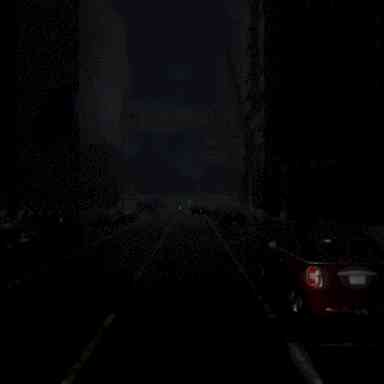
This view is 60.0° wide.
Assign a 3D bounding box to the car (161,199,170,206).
[{"bbox_3d":[-5.743,2.234,72.569,1.752,1.417,4.829,0,-1,0],"label":"car"}]

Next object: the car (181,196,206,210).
[{"bbox_3d":[0.372,1.746,52.635,2.150,2.045,5.566,1,-1,11],"label":"car"}]

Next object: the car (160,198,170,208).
[{"bbox_3d":[-5.746,2.166,61.864,1.947,1.339,4.313,0,-1,0],"label":"car"}]

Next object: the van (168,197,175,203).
[{"bbox_3d":[-5.738,2.274,94.490,1.690,1.788,3.998,0,-1,0],"label":"van"}]

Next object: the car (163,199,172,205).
[{"bbox_3d":[-5.742,2.331,78.176,1.947,1.339,4.313,0,-1,0],"label":"car"}]

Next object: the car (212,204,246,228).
[{"bbox_3d":[2.769,1.779,23.800,2.008,1.369,4.403,0,-1,0],"label":"car"}]

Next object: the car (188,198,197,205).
[{"bbox_3d":[0.021,2.107,73.258,1.882,1.535,5.008,0,-1,0],"label":"car"}]

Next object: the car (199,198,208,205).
[{"bbox_3d":[2.783,2.206,78.174,1.967,1.590,4.097,0,-1,0],"label":"car"}]

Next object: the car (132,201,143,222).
[{"bbox_3d":[-5.755,1.804,29.071,1.752,1.417,4.829,0,-1,0],"label":"car"}]

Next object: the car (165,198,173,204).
[{"bbox_3d":[-5.740,2.345,83.444,1.752,1.417,4.829,0,-1,0],"label":"car"}]

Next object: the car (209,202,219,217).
[{"bbox_3d":[2.770,1.825,29.238,1.887,1.381,4.507,0,-1,0],"label":"car"}]

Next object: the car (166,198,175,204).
[{"bbox_3d":[-5.739,2.317,89.051,1.967,1.590,4.097,0,-1,0],"label":"car"}]

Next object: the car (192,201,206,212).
[{"bbox_3d":[0.913,1.973,46.380,1.812,1.442,4.674,0,-1,0],"label":"car"}]

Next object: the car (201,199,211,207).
[{"bbox_3d":[2.780,2.182,67.469,1.752,1.417,4.829,0,-1,0],"label":"car"}]

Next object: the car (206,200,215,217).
[{"bbox_3d":[2.772,1.878,34.675,1.887,1.381,4.507,0,-1,0],"label":"car"}]

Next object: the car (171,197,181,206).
[{"bbox_3d":[-2.980,2.220,71.207,2.128,1.511,4.902,0,-1,0],"label":"car"}]

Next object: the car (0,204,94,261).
[{"bbox_3d":[-5.759,1.439,12.930,2.192,1.841,5.009,0,-1,0],"label":"car"}]

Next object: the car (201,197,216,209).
[{"bbox_3d":[2.777,1.861,56.427,2.192,1.841,5.009,0,-1,0],"label":"car"}]

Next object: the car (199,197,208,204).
[{"bbox_3d":[2.785,2.136,83.613,2.192,1.841,5.009,0,-1,0],"label":"car"}]

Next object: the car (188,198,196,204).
[{"bbox_3d":[0.025,2.287,88.152,2.128,1.511,4.902,0,-1,0],"label":"car"}]

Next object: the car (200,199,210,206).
[{"bbox_3d":[2.782,2.255,72.737,1.887,1.381,4.507,0,-1,0],"label":"car"}]

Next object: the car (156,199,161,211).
[{"bbox_3d":[-5.750,1.990,45.552,2.008,1.369,4.403,0,-1,0],"label":"car"}]

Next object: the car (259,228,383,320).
[{"bbox_3d":[2.764,1.512,7.490,1.967,1.590,4.097,0,-1,0],"label":"car"}]

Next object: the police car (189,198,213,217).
[{"bbox_3d":[0.900,1.777,36.491,1.930,1.638,5.238,0,-1,0],"label":"police car"}]

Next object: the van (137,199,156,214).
[{"bbox_3d":[-5.752,1.727,40.117,1.690,1.788,3.998,0,-1,0],"label":"van"}]

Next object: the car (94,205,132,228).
[{"bbox_3d":[-5.756,1.810,23.802,1.802,1.307,4.206,0,-1,0],"label":"car"}]

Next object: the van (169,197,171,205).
[{"bbox_3d":[-5.745,1.996,67.303,1.690,1.788,3.998,0,-1,0],"label":"van"}]
